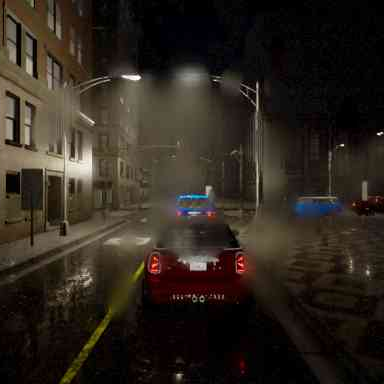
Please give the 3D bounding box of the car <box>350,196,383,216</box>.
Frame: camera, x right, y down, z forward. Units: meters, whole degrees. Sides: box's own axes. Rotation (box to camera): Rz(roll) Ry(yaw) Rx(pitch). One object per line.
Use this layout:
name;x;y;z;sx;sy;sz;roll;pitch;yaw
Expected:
car;17.398;1.322;30.900;5.009;1.841;2.192;0;0;-1

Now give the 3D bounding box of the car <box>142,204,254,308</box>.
car;0.109;1.346;8.075;2.097;1.767;4.553;0;0;0

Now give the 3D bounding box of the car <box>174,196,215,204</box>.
car;0.118;1.207;17.932;2.150;2.045;5.566;0;0;0

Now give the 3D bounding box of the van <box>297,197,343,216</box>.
van;11.757;1.349;30.819;3.998;1.788;1.690;0;0;-1
